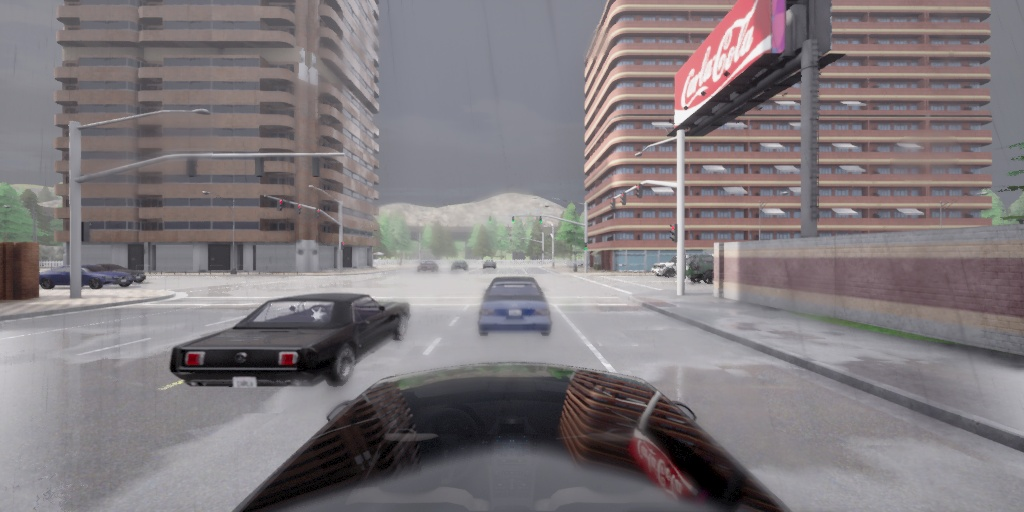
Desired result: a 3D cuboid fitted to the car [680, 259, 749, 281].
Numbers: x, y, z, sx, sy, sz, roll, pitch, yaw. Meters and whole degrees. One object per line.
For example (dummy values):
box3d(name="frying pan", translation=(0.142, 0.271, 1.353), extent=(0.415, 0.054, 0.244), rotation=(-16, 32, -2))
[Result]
box3d(name="car", translation=(16.704, 1.102, 29.705), extent=(4.553, 1.767, 2.097), rotation=(0, 0, 0))

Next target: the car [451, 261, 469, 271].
box3d(name="car", translation=(-7.136, 1.314, 49.375), extent=(1.994, 1.385, 4.181), rotation=(0, 0, 1))

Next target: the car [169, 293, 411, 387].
box3d(name="car", translation=(-3.447, 1.351, 6.872), extent=(1.895, 1.301, 4.718), rotation=(0, 0, 0))

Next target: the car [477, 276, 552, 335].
box3d(name="car", translation=(0.065, 1.298, 10.446), extent=(2.033, 1.411, 5.357), rotation=(0, 0, 0))

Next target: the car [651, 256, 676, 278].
box3d(name="car", translation=(15.865, 0.972, 33.200), extent=(5.566, 2.045, 2.150), rotation=(0, 0, 0))

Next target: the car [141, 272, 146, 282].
box3d(name="car", translation=(-29.149, 1.276, 25.694), extent=(4.674, 1.442, 1.812), rotation=(0, 0, -1))

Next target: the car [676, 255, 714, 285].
box3d(name="car", translation=(15.349, 0.971, 25.995), extent=(5.566, 2.045, 2.150), rotation=(0, 0, 0))

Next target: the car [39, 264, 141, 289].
box3d(name="car", translation=(-26.425, 1.276, 22.215), extent=(4.674, 1.442, 1.812), rotation=(0, 0, -1))

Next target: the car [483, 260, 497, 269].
box3d(name="car", translation=(-3.508, 1.314, 56.737), extent=(1.994, 1.385, 4.181), rotation=(0, 0, 0))

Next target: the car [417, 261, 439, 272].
box3d(name="car", translation=(-10.649, 1.314, 45.555), extent=(1.994, 1.385, 4.181), rotation=(0, 0, 1))
